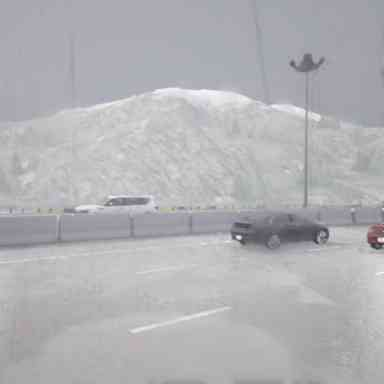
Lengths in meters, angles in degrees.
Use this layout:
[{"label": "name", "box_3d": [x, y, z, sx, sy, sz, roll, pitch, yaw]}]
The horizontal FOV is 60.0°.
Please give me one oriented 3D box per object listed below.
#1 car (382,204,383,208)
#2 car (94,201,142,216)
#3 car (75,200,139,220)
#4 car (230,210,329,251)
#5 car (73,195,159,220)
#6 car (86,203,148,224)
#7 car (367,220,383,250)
[{"label": "car", "box_3d": [30.894, 1.923, 49.923, 4.892, 1.490, 1.837, 1, 0, -18]}, {"label": "car", "box_3d": [-7.237, 1.557, 32.528, 4.181, 1.385, 1.994, 1, 0, -31]}, {"label": "car", "box_3d": [-7.212, 1.462, 28.449, 5.008, 1.535, 1.882, 1, 0, -32]}, {"label": "car", "box_3d": [3.943, 1.575, 14.569, 4.892, 1.490, 1.837, 0, 0, -31]}, {"label": "car", "box_3d": [-4.841, 1.216, 21.700, 5.566, 2.045, 2.150, 1, 0, -32]}, {"label": "car", "box_3d": [-5.656, 1.558, 25.287, 4.181, 1.385, 1.994, 1, 0, -32]}, {"label": "car", "box_3d": [9.075, 1.644, 13.545, 4.674, 1.442, 1.812, 1, 0, -30]}]
